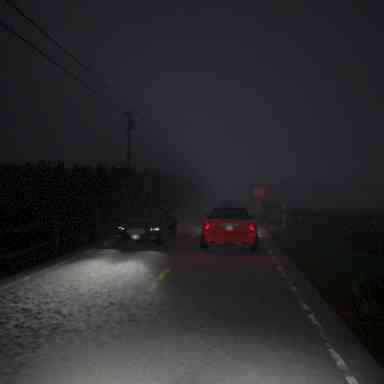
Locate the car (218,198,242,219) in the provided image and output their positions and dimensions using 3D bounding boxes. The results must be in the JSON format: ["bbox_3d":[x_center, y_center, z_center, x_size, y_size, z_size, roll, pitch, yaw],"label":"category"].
[{"bbox_3d":[3.312,1.325,28.918,1.882,1.535,5.008,1,0,7],"label":"car"}]

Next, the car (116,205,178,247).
[{"bbox_3d":[-1.777,1.349,14.508,2.128,1.511,4.902,1,0,7],"label":"car"}]

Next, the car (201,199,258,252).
[{"bbox_3d":[1.580,1.281,13.975,2.097,1.767,4.553,1,1,7],"label":"car"}]
